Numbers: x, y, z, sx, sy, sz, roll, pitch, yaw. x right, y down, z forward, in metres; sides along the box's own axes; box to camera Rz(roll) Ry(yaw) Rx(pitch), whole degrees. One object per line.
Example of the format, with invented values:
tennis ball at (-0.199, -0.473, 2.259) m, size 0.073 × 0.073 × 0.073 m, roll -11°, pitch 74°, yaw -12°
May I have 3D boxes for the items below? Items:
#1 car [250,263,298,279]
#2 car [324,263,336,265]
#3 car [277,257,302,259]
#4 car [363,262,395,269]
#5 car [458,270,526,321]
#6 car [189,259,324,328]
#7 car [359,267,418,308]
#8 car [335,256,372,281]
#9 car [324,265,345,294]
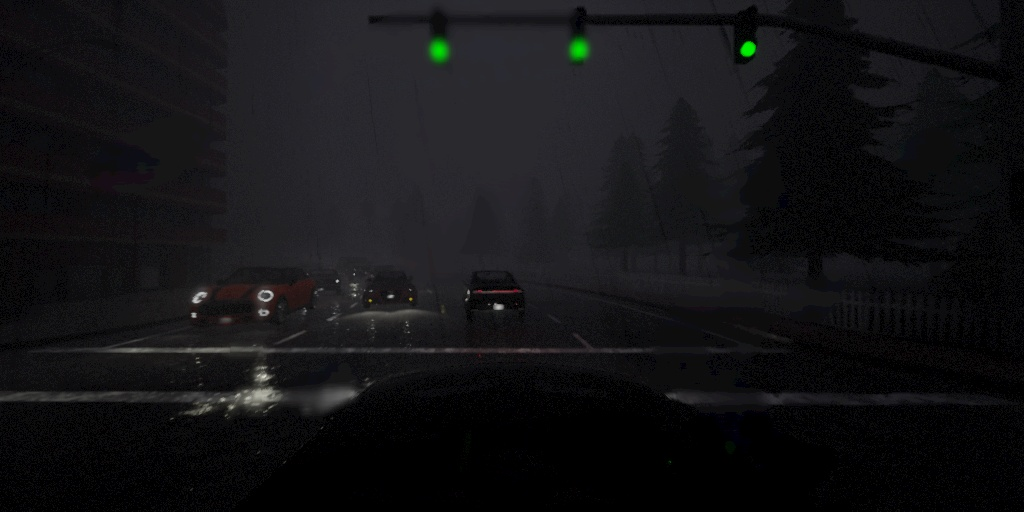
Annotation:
car at (-23.327, 1.399, 35.074) m, size 5.357 × 1.411 × 2.033 m, roll 0°, pitch 0°, yaw 34°
car at (-15.562, 1.418, 27.934) m, size 1.895 × 1.301 × 4.718 m, roll 0°, pitch 0°, yaw -40°
car at (-31.757, 1.128, 49.889) m, size 5.566 × 2.045 × 2.150 m, roll 0°, pitch 0°, yaw 13°
car at (-8.182, 1.316, 23.054) m, size 1.812 × 1.442 × 4.674 m, roll 0°, pitch 0°, yaw -29°
car at (-0.779, 1.239, 12.526) m, size 2.128 × 1.511 × 4.902 m, roll 0°, pitch 0°, yaw -10°
car at (-8.005, 1.113, 11.603) m, size 2.097 × 1.767 × 4.553 m, roll 0°, pitch 0°, yaw -13°
car at (-5.123, 1.328, 15.255) m, size 1.994 × 1.385 × 4.181 m, roll 0°, pitch 0°, yaw -18°
car at (-13.640, 1.043, 31.241) m, size 2.150 × 2.045 × 5.566 m, roll 0°, pitch 0°, yaw -41°
car at (-10.640, 1.389, 20.198) m, size 1.895 × 1.301 × 4.718 m, roll 0°, pitch 0°, yaw -26°
